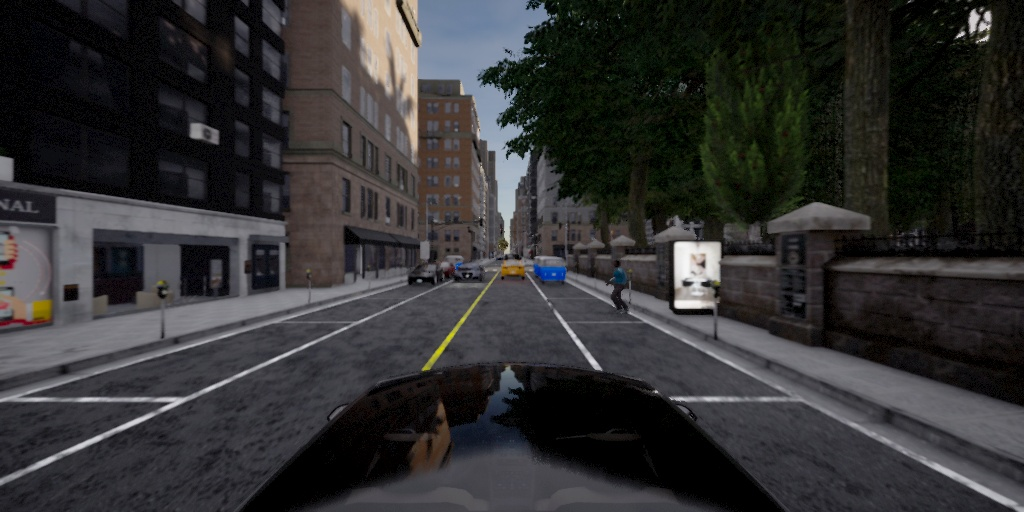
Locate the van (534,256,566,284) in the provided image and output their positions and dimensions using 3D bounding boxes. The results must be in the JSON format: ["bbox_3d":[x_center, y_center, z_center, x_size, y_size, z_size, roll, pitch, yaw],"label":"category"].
[{"bbox_3d":[2.677,0.956,24.855,1.690,1.789,3.998,0,0,0],"label":"van"}]

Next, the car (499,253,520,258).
[{"bbox_3d":[-0.009,0.736,40.158,2.150,2.045,5.566,0,0,-1],"label":"car"}]

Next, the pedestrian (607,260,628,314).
[{"bbox_3d":[3.500,0.987,11.850,0.375,1.860,0.375,0,0,-10],"label":"pedestrian"}]

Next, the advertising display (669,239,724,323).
[{"bbox_3d":[5.639,0.724,10.994,1.540,2.440,0.280,0,0,0],"label":"advertising display"}]

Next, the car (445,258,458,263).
[{"bbox_3d":[-5.846,1.124,30.506,1.888,1.381,4.507,0,0,0],"label":"car"}]

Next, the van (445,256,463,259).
[{"bbox_3d":[-5.844,0.883,36.166,1.690,1.789,3.998,0,0,0],"label":"van"}]

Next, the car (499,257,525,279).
[{"bbox_3d":[0.078,1.062,29.684,1.882,1.535,5.008,0,0,0],"label":"car"}]

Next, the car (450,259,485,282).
[{"bbox_3d":[-3.076,1.168,26.732,1.994,1.385,4.181,0,0,0],"label":"car"}]

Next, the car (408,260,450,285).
[{"bbox_3d":[-5.848,1.181,24.846,1.948,1.339,4.313,0,0,0],"label":"car"}]
